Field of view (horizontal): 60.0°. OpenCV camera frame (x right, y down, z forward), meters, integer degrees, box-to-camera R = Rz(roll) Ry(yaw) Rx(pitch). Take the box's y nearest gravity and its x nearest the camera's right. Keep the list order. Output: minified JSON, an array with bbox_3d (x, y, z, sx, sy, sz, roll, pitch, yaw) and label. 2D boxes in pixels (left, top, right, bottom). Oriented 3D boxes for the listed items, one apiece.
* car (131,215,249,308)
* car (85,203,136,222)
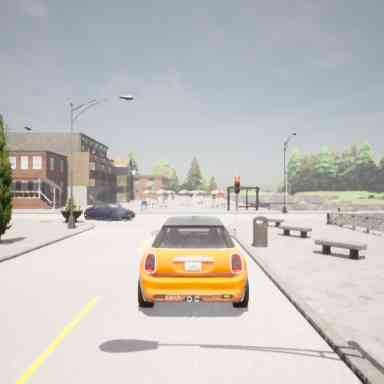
[{"bbox_3d":[0.042,1.351,8.096,2.097,1.767,4.553,0,0,1],"label":"car"},{"bbox_3d":[-6.391,1.560,26.078,4.181,1.385,1.994,0,0,31],"label":"car"}]
